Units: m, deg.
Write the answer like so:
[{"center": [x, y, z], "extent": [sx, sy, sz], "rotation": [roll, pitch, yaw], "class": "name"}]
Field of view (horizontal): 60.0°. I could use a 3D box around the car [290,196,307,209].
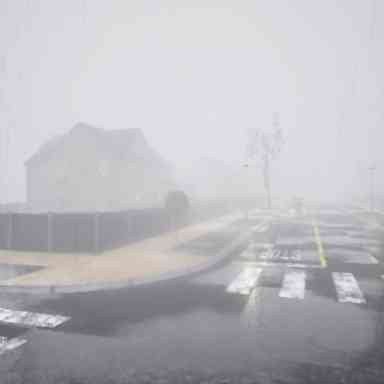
[{"center": [13.722, 1.311, 42.779], "extent": [1.882, 1.535, 5.008], "rotation": [-1, -1, 20], "class": "car"}]
